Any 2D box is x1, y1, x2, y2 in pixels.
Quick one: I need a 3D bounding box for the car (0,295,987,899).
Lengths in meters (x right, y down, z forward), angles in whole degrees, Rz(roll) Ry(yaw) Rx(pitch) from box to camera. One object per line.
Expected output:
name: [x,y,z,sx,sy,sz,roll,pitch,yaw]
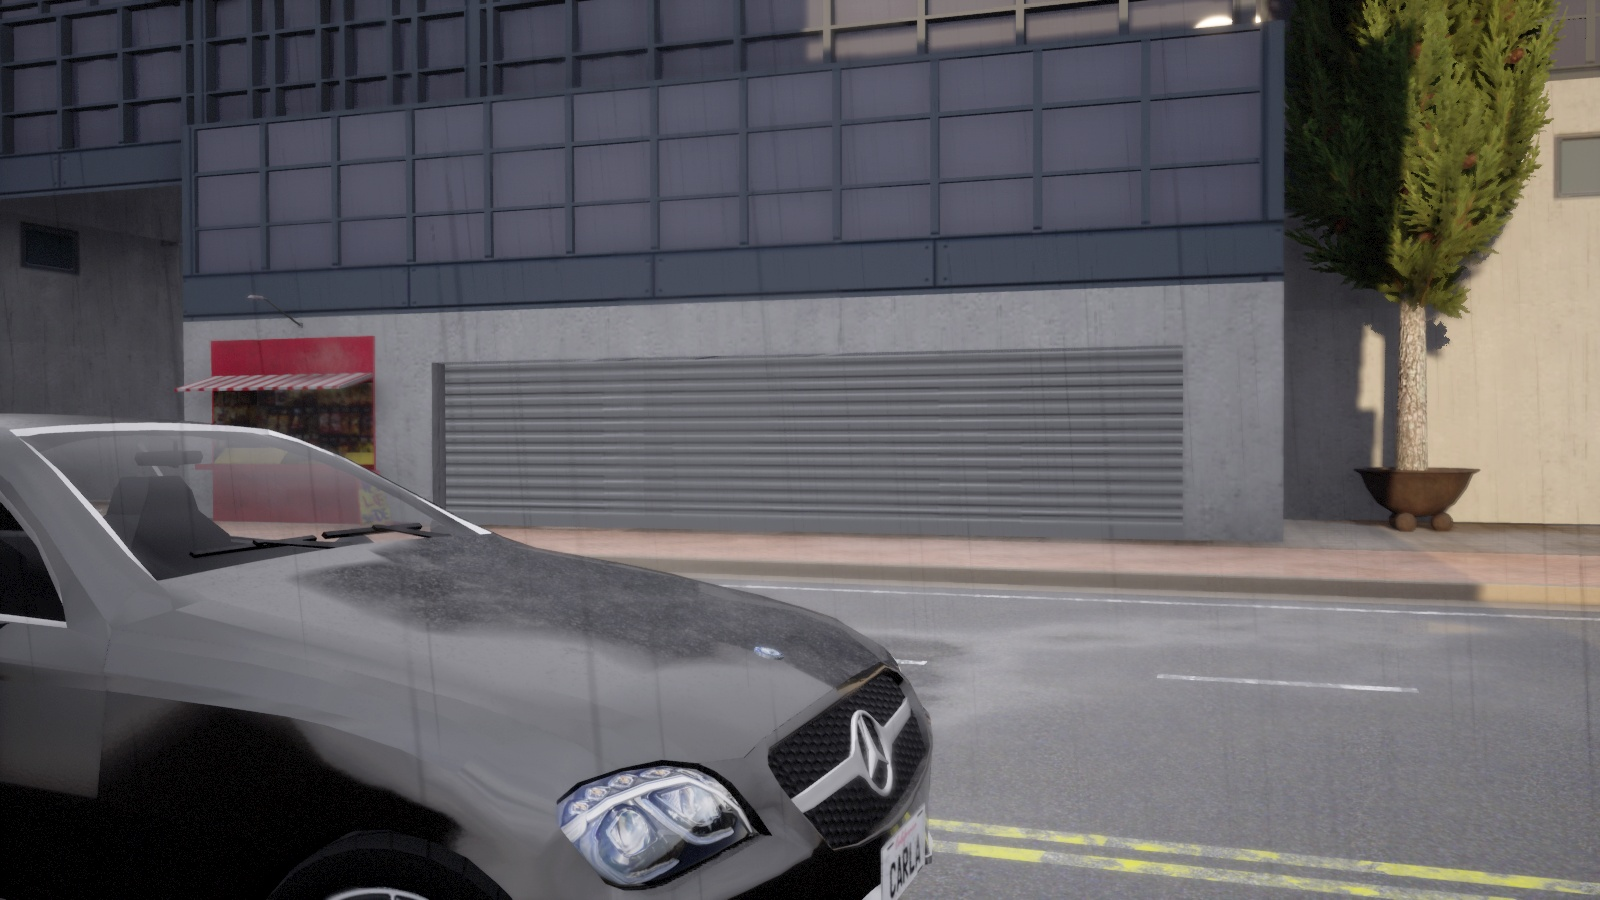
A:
car: [-2.120,0.535,3.904,5.027,1.651,2.152,1,1,19]
